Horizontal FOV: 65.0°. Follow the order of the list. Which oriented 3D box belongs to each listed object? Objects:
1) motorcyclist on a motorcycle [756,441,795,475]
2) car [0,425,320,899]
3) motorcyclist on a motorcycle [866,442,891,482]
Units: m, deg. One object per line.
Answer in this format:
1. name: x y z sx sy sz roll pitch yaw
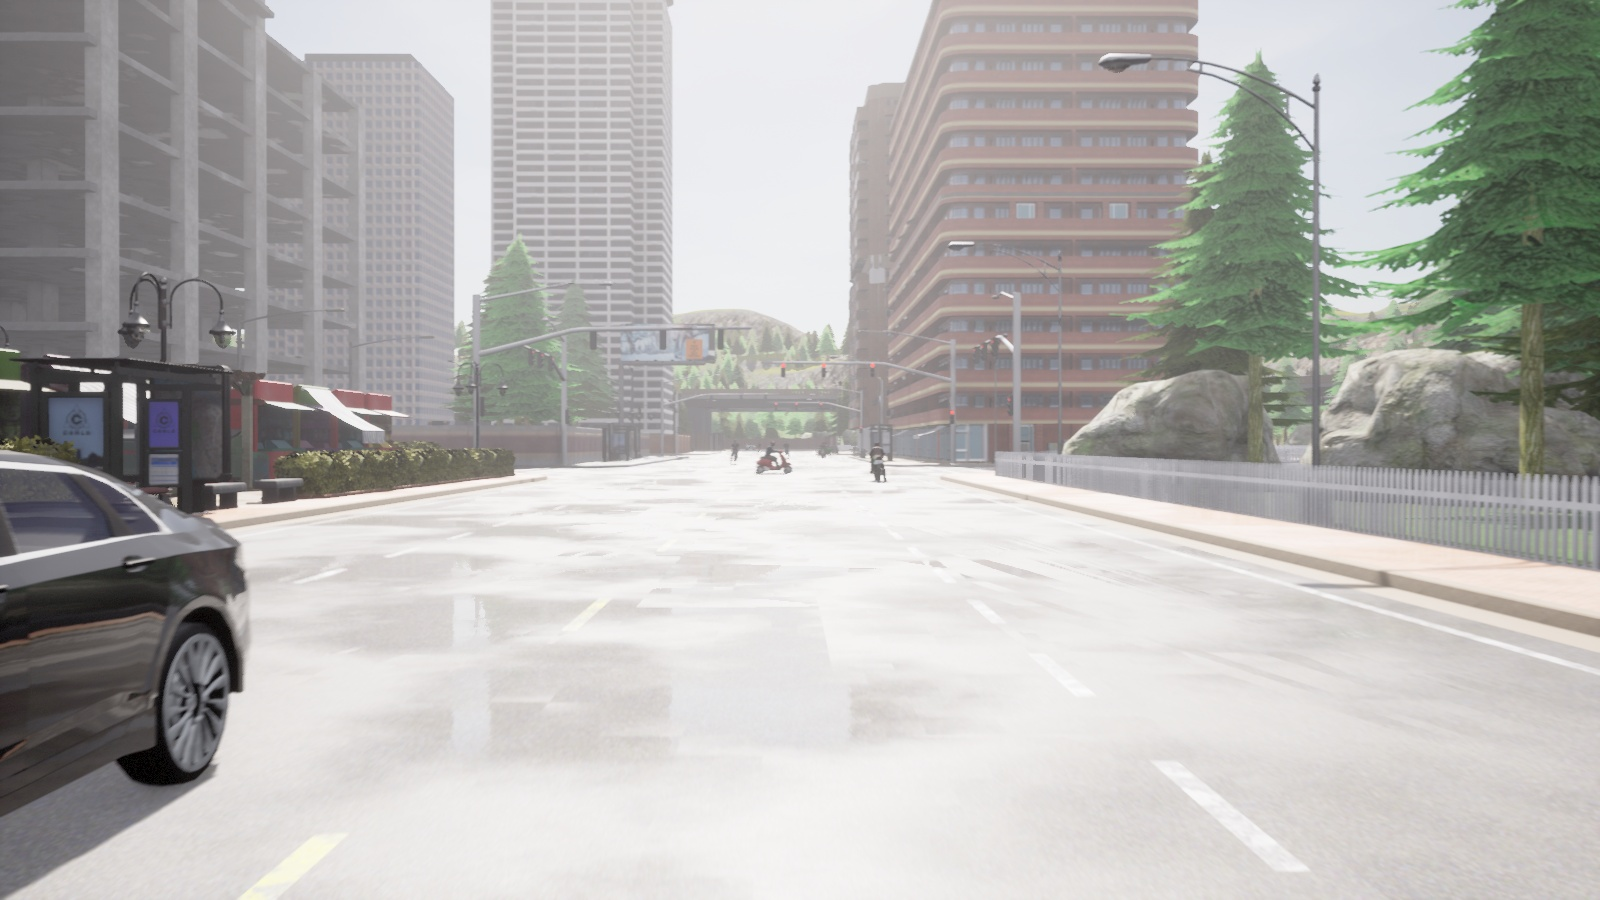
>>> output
1. motorcyclist on a motorcycle: -1.142 0.352 59.147 1.817 1.590 0.866 0 0 -1
2. car: -3.527 0.678 4.039 2.128 1.511 4.902 0 0 -1
3. motorcyclist on a motorcycle: 3.013 0.458 48.419 0.797 1.523 2.044 0 0 -1
